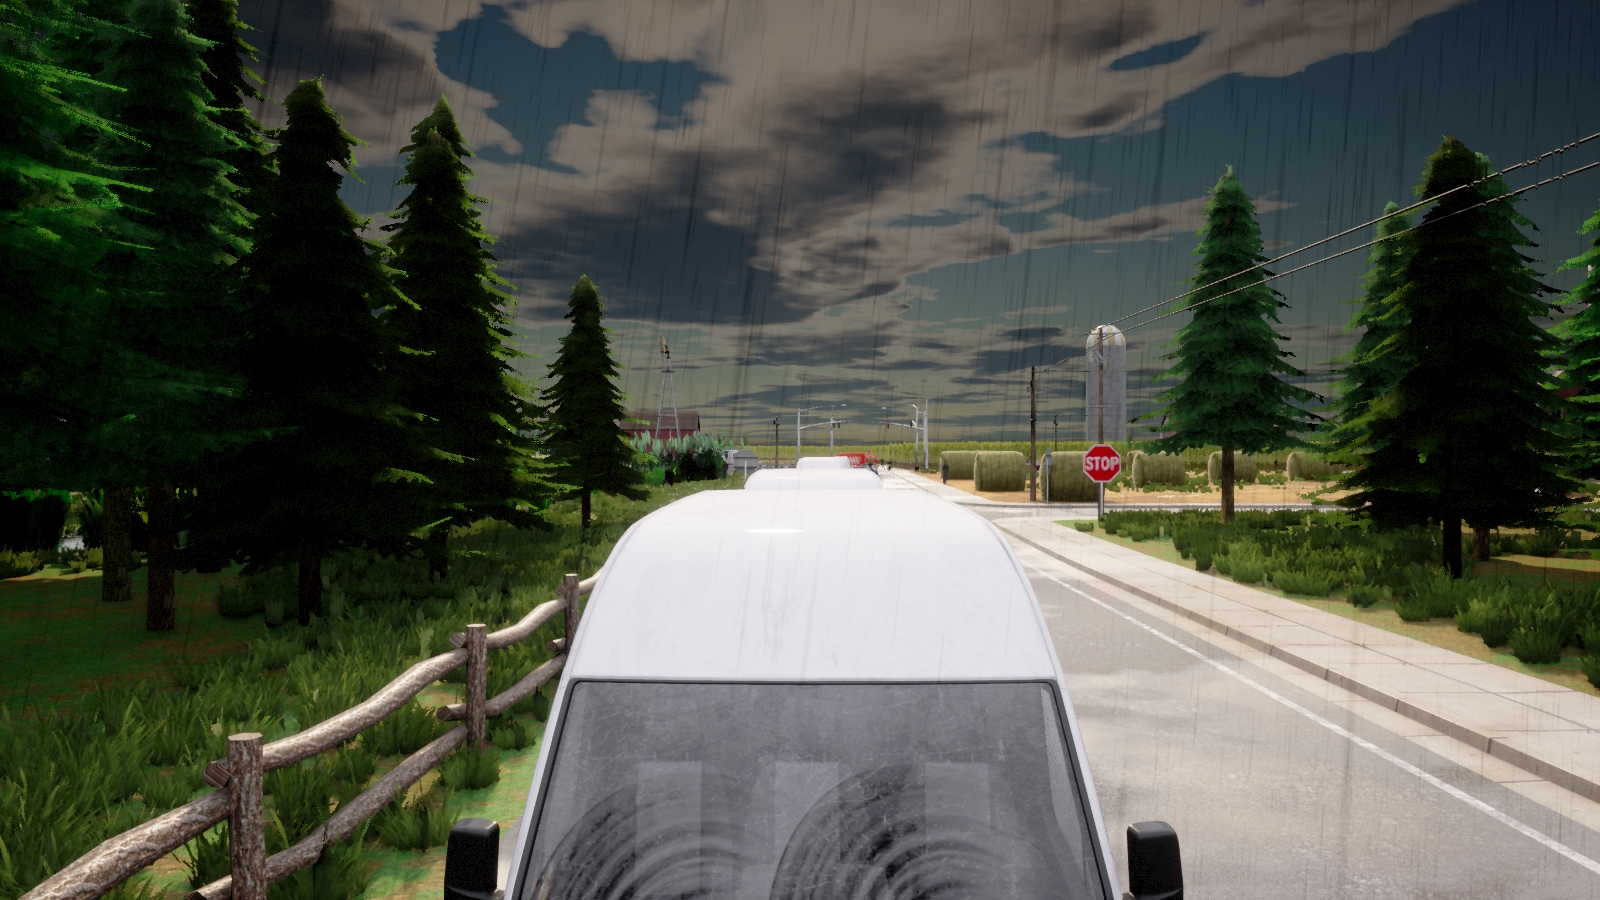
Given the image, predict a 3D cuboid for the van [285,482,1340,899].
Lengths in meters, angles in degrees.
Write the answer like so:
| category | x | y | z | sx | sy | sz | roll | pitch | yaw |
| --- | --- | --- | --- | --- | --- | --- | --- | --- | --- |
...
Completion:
| category | x | y | z | sx | sy | sz | roll | pitch | yaw |
| --- | --- | --- | --- | --- | --- | --- | --- | --- | --- |
| van | 0.056 | 1.508 | 5.110 | 1.988 | 2.561 | 5.915 | 0 | 0 | 1 |
